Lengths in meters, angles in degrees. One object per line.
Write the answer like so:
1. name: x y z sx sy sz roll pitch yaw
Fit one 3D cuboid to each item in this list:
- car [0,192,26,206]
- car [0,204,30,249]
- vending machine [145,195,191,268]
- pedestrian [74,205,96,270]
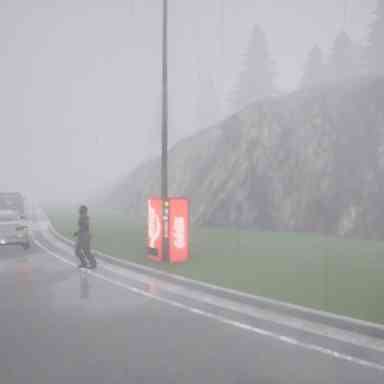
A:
1. car: -16.542 1.035 30.370 2.150 2.045 5.566 0 0 -26
2. car: -7.734 1.443 13.376 1.812 1.442 4.674 0 0 -33
3. vending machine: -0.746 1.158 10.331 1.100 2.100 0.880 0 0 -42
4. pedestrian: -3.034 1.248 9.332 0.375 1.860 0.375 0 0 -41
